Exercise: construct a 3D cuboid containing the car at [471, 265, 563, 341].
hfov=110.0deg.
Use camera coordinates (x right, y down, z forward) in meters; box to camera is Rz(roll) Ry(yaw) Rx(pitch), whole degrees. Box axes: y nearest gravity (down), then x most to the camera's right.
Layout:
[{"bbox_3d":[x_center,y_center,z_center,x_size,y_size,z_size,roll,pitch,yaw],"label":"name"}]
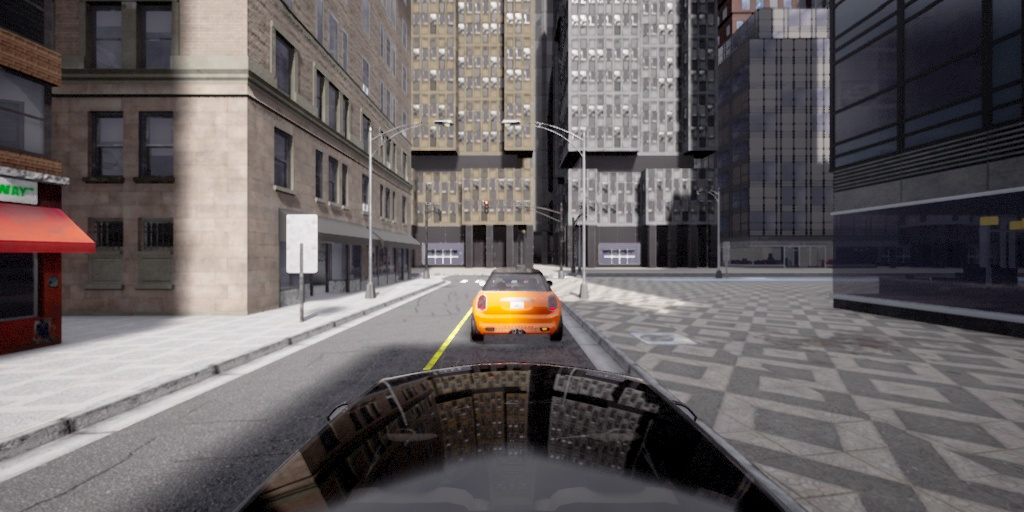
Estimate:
[{"bbox_3d":[0.106,1.097,10.002,2.097,1.767,4.553,0,0,0],"label":"car"}]
